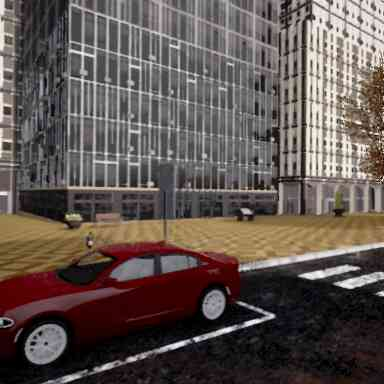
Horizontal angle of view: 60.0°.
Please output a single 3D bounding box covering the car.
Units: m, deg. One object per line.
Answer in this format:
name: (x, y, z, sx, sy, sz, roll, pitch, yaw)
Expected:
car: (-1.143, 1.573, 5.746, 4.507, 1.381, 1.887, 1, -1, -35)
